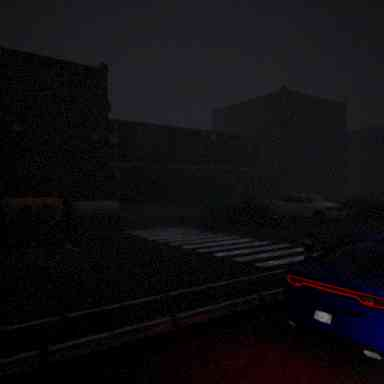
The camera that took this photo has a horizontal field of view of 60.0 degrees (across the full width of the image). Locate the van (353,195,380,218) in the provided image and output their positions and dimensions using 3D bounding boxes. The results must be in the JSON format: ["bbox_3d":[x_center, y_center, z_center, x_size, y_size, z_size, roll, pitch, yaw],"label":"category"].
[{"bbox_3d":[13.196,1.195,28.586,1.878,1.987,4.442,0,0,-35],"label":"van"}]

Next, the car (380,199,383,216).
[{"bbox_3d":[15.406,1.424,30.025,2.097,1.535,5.008,0,0,-35],"label":"car"}]

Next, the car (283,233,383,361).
[{"bbox_3d":[3.724,1.464,5.748,5.008,1.535,1.882,0,0,-35],"label":"car"}]

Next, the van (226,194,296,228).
[{"bbox_3d":[4.249,1.213,21.931,1.878,1.987,4.442,0,0,-35],"label":"van"}]

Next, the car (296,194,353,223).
[{"bbox_3d":[8.688,1.171,25.199,2.435,2.045,5.566,0,0,-35],"label":"car"}]

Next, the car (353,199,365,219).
[{"bbox_3d":[10.918,1.460,26.825,2.002,1.452,4.674,0,0,-35],"label":"car"}]
